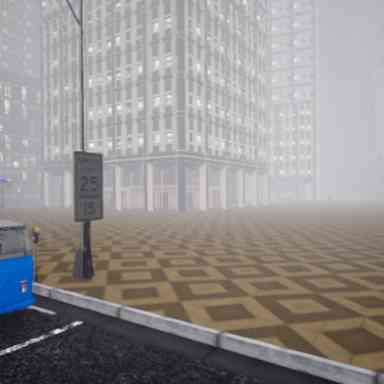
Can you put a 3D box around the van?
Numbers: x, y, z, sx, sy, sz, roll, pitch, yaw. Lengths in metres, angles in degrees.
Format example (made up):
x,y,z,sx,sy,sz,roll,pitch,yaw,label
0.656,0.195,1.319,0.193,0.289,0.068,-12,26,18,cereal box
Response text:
x,y,z,sx,sy,sz,roll,pitch,yaw,label
-4.610,1.323,6.062,3.998,1.788,1.690,0,0,34,van
